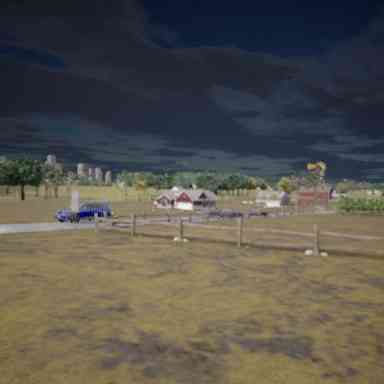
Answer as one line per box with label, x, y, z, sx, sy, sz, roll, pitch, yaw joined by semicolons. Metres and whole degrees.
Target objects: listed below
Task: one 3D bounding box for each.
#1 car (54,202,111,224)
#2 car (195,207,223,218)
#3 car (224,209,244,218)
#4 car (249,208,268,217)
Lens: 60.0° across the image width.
car;-10.522;1.981;32.533;2.150;2.045;5.566;1;-2;35
car;2.331;3.068;50.453;2.128;1.511;4.902;1;-2;36
car;5.964;3.237;50.620;2.033;1.411;5.357;1;-2;36
car;11.689;3.604;58.718;2.033;1.411;5.357;1;-2;36
